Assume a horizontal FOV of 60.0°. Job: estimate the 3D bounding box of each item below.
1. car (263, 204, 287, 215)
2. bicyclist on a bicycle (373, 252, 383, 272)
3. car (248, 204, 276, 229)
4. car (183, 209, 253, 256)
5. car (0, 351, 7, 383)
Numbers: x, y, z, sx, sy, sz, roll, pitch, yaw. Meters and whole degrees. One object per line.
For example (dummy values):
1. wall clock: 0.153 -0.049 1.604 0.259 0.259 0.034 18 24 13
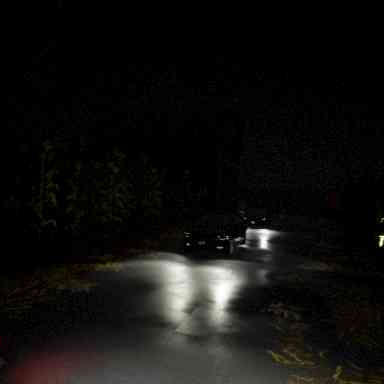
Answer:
1. car: 9.656 2.191 42.729 2.033 1.411 5.357 3 0 -36
2. bicyclist on a bicycle: 6.789 1.859 10.729 1.656 1.620 0.582 3 0 19
3. car: 5.173 1.959 26.050 1.812 1.442 4.674 3 0 19
4. car: 1.161 1.627 14.317 1.882 1.535 5.008 3 -1 19
5. car: -3.185 1.390 0.916 2.033 1.411 5.357 3 0 14
